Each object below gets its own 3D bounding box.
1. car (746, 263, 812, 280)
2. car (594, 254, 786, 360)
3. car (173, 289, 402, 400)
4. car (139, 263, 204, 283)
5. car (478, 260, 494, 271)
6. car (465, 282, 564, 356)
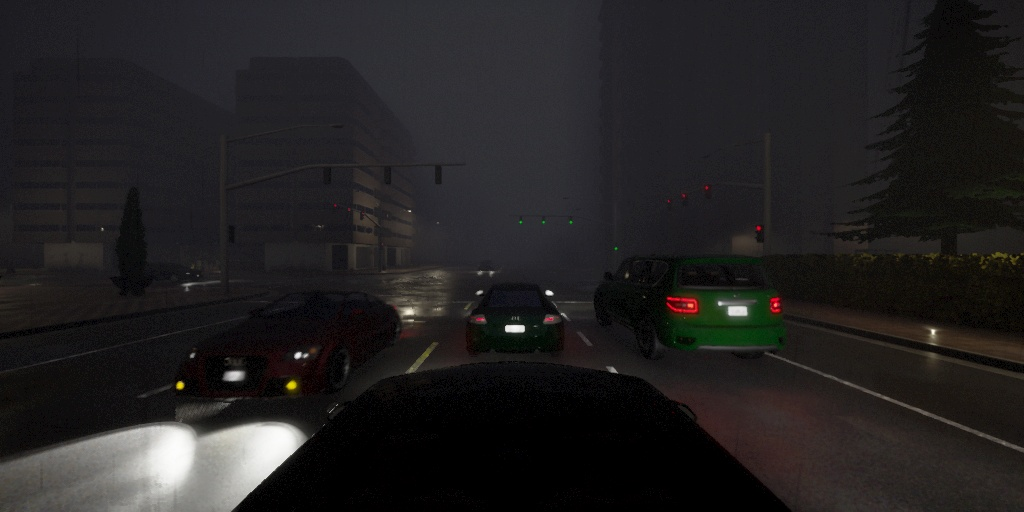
[{"bbox_3d":[22.860,1.314,30.805,4.181,1.385,1.994,0,0,1],"label":"car"},{"bbox_3d":[3.585,0.973,8.470,2.150,2.045,5.566,0,0,-1],"label":"car"},{"bbox_3d":[-3.502,1.324,6.519,1.994,1.385,4.181,0,0,0],"label":"car"},{"bbox_3d":[-26.578,1.255,27.596,4.892,1.490,1.837,0,0,1],"label":"car"},{"bbox_3d":[-3.507,1.276,48.990,1.882,1.535,5.008,0,1,0],"label":"car"},{"bbox_3d":[0.065,1.314,8.639,1.994,1.385,4.181,0,0,0],"label":"car"}]
